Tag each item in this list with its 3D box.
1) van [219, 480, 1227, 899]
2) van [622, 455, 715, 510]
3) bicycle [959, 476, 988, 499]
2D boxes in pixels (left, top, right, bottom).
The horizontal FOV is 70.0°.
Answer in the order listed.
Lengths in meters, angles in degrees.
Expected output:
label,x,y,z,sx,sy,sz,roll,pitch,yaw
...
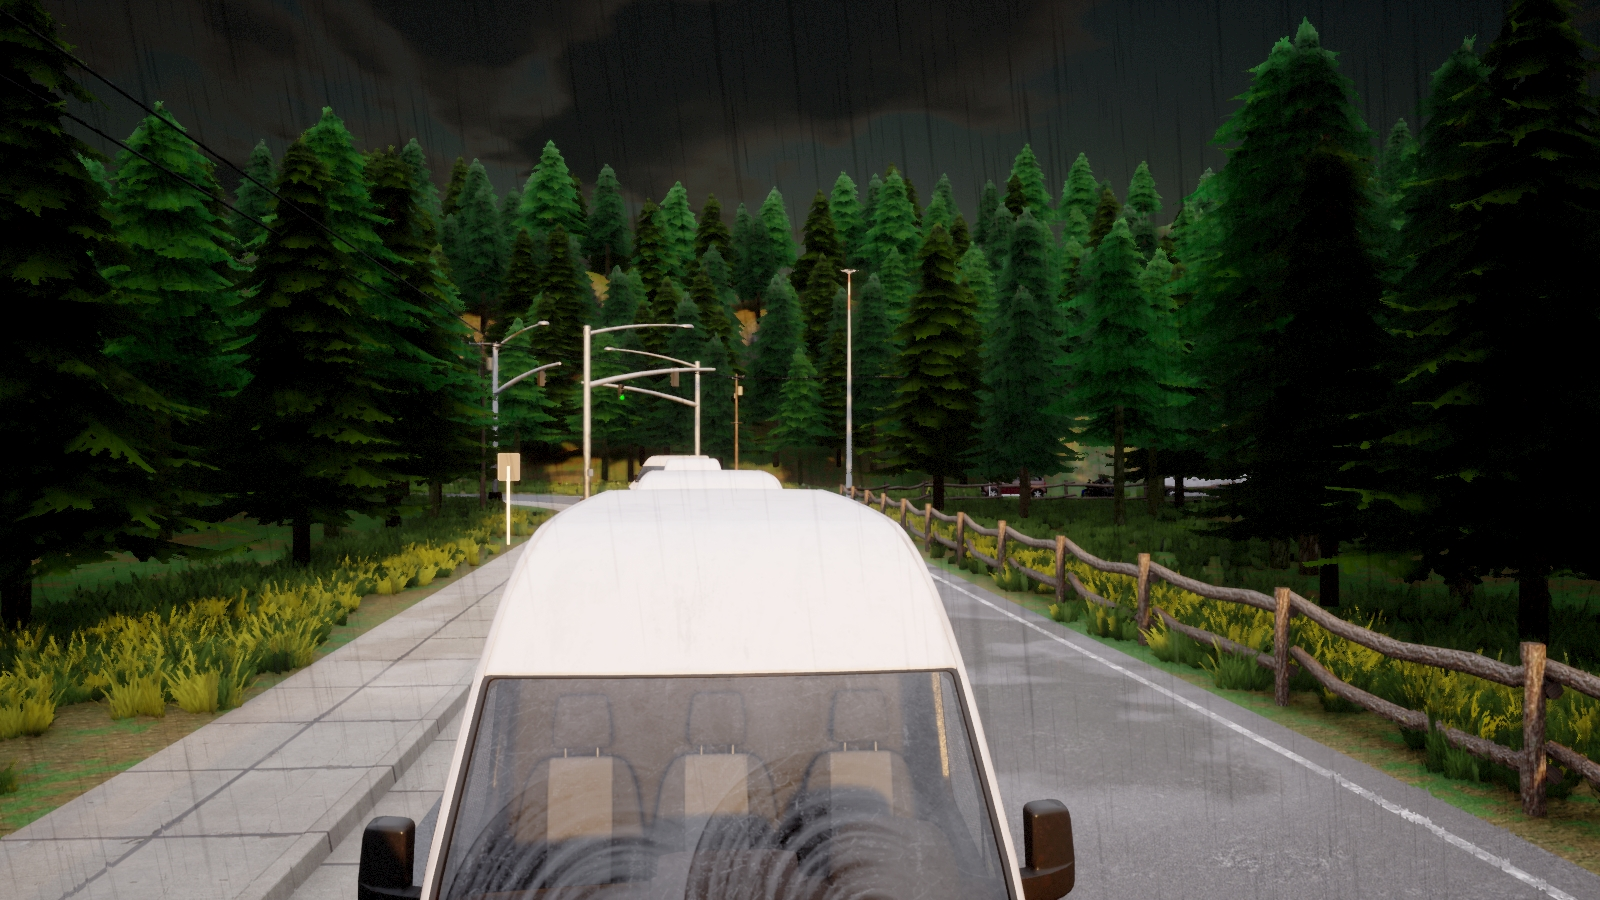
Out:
label,x,y,z,sx,sy,sz,roll,pitch,yaw
van,-0.357,1.499,5.207,1.988,2.561,5.915,0,0,-5
van,-6.344,1.515,56.009,1.988,2.561,5.915,0,0,22
bicycle,9.912,2.158,65.252,1.487,1.276,0.859,0,0,-6
